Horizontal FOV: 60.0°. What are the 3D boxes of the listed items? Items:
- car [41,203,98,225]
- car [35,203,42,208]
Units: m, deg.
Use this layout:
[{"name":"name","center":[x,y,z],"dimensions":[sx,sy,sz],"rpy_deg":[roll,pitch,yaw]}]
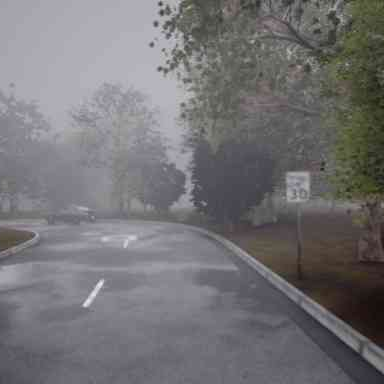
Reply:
[{"name":"car","center":[-9.610,1.814,26.649],"dimensions":[4.674,1.442,1.812],"rpy_deg":[-2,-1,29]},{"name":"car","center":[-38.821,3.411,86.247],"dimensions":[2.033,1.411,5.357],"rpy_deg":[0,-2,-43]}]
